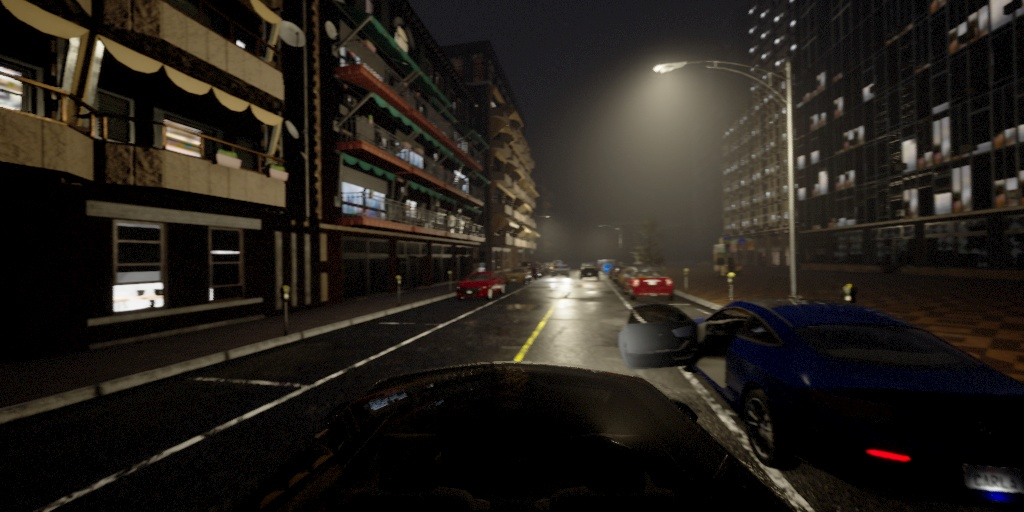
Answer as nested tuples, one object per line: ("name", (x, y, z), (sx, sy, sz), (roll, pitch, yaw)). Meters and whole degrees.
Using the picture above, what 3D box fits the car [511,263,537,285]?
("car", (0.649, 1.575, 30.090), (1.751, 1.417, 4.829), (0, 0, 12))

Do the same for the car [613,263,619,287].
("car", (7.786, 1.373, 23.295), (1.751, 1.417, 4.829), (0, 0, 12))

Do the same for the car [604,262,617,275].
("car", (10.019, 1.511, 33.946), (1.802, 1.307, 4.207), (0, 0, 12))

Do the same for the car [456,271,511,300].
("car", (-1.583, 1.514, 19.438), (1.888, 1.381, 4.507), (0, 0, 12))

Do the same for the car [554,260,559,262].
("car", (5.220, 1.657, 51.890), (1.967, 1.591, 4.097), (0, 0, 12))

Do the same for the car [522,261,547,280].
("car", (1.818, 1.405, 35.664), (2.192, 1.841, 5.009), (0, 0, 12))

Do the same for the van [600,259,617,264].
("van", (12.287, 1.354, 44.763), (1.690, 1.789, 3.998), (0, 0, 12))

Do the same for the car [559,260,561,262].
("car", (6.354, 1.827, 57.299), (1.948, 1.339, 4.313), (0, 0, 12))

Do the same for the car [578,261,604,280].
("car", (7.393, 1.468, 34.223), (2.128, 1.511, 4.902), (-1, -1, 12))

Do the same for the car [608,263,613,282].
("car", (8.885, 1.470, 28.538), (1.802, 1.307, 4.207), (0, 0, 12))

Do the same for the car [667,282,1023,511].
("car", (3.488, 1.245, 4.503), (1.812, 1.442, 4.674), (-1, -1, 12))

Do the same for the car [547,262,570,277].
("car", (5.444, 1.678, 40.063), (1.895, 1.301, 4.718), (-1, -1, 12))

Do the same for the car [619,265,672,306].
("car", (6.617, 1.247, 17.719), (1.967, 1.591, 4.097), (0, 0, 12))

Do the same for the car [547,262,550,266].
("car", (2.953, 1.682, 41.073), (2.007, 1.370, 4.403), (0, 0, 12))
